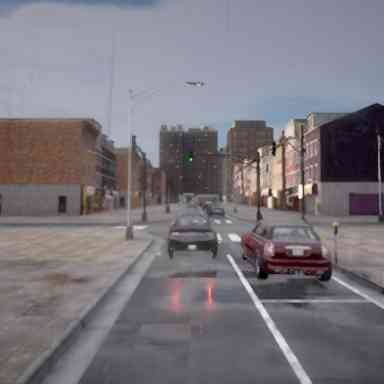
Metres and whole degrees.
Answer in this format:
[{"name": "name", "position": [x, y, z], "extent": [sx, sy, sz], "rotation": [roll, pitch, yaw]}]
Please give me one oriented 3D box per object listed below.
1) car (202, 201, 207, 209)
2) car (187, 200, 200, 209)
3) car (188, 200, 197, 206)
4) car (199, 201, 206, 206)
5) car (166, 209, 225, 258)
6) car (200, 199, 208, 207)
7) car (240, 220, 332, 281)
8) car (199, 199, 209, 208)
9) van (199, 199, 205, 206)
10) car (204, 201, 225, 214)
[{"name": "car", "position": [2.675, 2.139, 42.481], "extent": [1.947, 1.339, 4.313], "rotation": [1, -1, 0]}, {"name": "car", "position": [0.036, 2.488, 62.683], "extent": [2.033, 1.411, 5.357], "rotation": [0, -1, 0]}, {"name": "car", "position": [0.035, 2.612, 77.572], "extent": [2.033, 1.411, 5.357], "rotation": [0, -1, 0]}, {"name": "car", "position": [2.691, 3.001, 85.975], "extent": [1.802, 1.307, 4.206], "rotation": [1, -1, 0]}, {"name": "car", "position": [0.034, 1.653, 13.530], "extent": [2.128, 1.511, 4.902], "rotation": [0, -1, 1]}, {"name": "car", "position": [2.776, 2.304, 56.762], "extent": [1.882, 1.535, 5.008], "rotation": [0, -1, 0]}, {"name": "car", "position": [2.668, 1.561, 10.302], "extent": [1.967, 1.590, 4.097], "rotation": [2, -1, 0]}, {"name": "car", "position": [2.693, 2.503, 75.107], "extent": [2.192, 1.841, 5.009], "rotation": [1, -1, 0]}, {"name": "van", "position": [2.698, 2.881, 91.417], "extent": [1.690, 1.788, 3.998], "rotation": [1, -1, 0]}, {"name": "car", "position": [2.673, 2.051, 37.045], "extent": [1.947, 1.339, 4.313], "rotation": [1, -1, 0]}]
